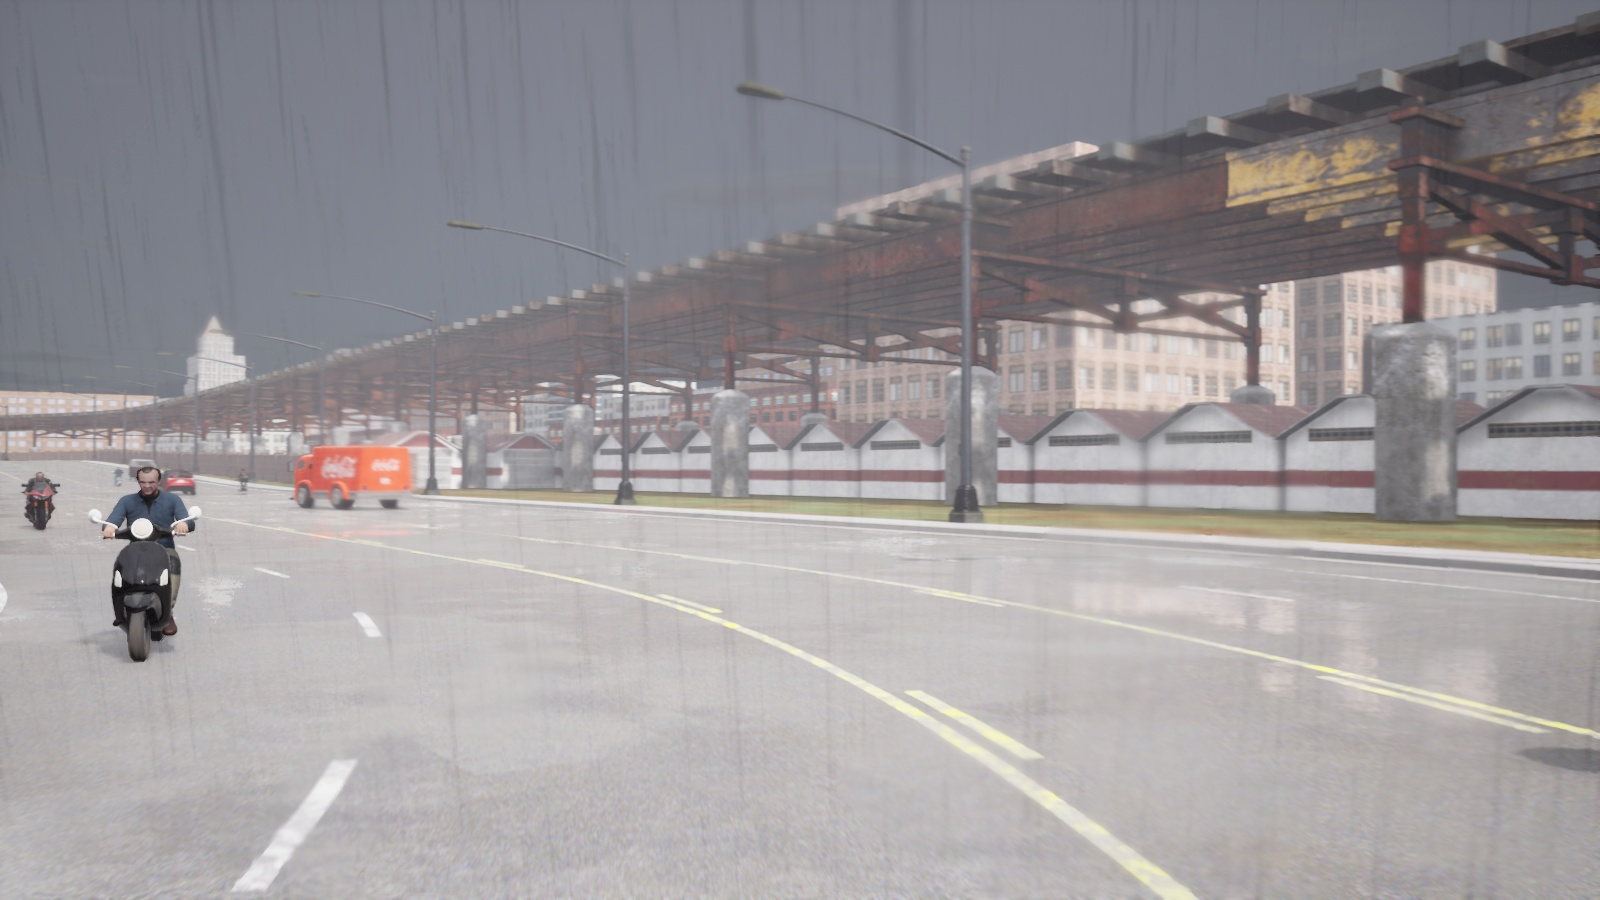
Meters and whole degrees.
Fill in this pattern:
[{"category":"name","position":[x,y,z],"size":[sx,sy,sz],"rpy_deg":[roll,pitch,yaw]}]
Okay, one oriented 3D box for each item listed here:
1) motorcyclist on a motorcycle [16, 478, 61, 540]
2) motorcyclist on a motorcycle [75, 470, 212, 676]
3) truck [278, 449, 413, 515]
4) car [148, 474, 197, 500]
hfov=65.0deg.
[{"category":"motorcyclist on a motorcycle","position":[-19.636,1.494,32.357],"size":[0.866,1.530,2.191],"rpy_deg":[0,-1,-35]},{"category":"motorcyclist on a motorcycle","position":[-5.590,0.978,10.802],"size":[0.866,1.590,1.817],"rpy_deg":[0,-1,-22]},{"category":"truck","position":[-17.936,1.251,49.477],"size":[5.204,2.467,2.627],"rpy_deg":[-1,-1,37]},{"category":"car","position":[-38.399,2.248,76.777],"size":[2.007,1.525,4.514],"rpy_deg":[0,-1,-35]}]
